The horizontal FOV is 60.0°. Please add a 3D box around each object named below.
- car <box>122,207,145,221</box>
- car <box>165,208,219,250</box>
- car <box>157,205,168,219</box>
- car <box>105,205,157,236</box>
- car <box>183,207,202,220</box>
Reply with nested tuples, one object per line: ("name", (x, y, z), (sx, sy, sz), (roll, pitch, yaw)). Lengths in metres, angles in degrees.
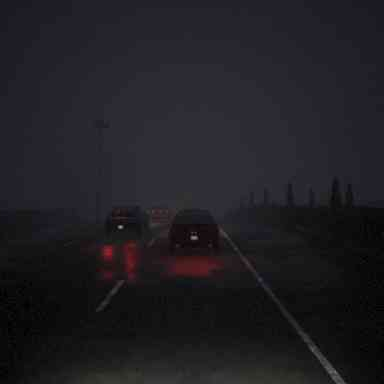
("car", (-6.975, 2.679, 40.269), (1.882, 1.535, 5.008), (0, -6, 0))
("car", (0.075, 1.459, 14.194), (1.882, 1.535, 5.008), (0, 0, 0))
("car", (-3.471, 2.408, 38.824), (2.097, 1.767, 4.553), (0, -5, 0))
("car", (-3.433, 1.489, 18.401), (2.128, 1.511, 4.902), (0, 0, 0))
("car", (0.036, 2.308, 34.807), (1.895, 1.301, 4.718), (0, -4, 0))
